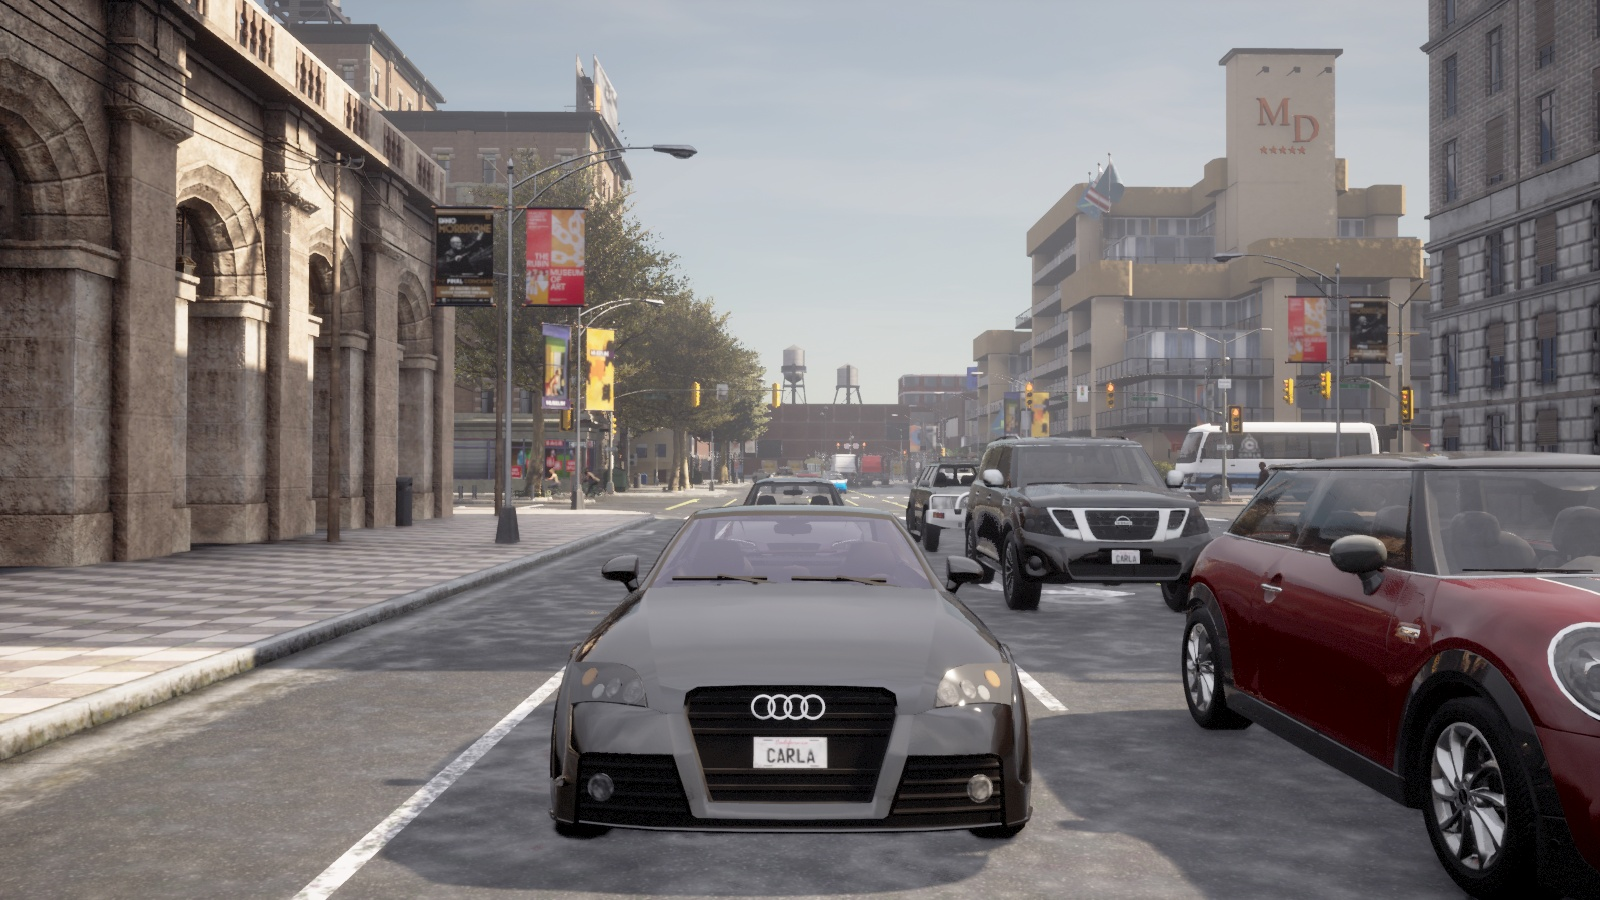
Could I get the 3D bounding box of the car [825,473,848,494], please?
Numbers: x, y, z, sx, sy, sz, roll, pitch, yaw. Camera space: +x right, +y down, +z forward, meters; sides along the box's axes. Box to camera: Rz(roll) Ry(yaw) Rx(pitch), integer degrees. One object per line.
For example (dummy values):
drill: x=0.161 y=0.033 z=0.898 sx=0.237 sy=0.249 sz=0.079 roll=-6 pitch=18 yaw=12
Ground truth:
car: x=2.497 y=2.302 z=86.116 sx=1.481 sy=1.376 sz=2.207 roll=0 pitch=-1 yaw=-1

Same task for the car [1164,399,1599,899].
car: x=3.469 y=0.760 z=5.993 sx=2.097 sy=1.767 sz=4.553 roll=0 pitch=-1 yaw=0

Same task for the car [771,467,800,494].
car: x=-1.039 y=2.117 z=88.457 sx=1.932 sy=1.855 sz=4.605 roll=0 pitch=-1 yaw=-1

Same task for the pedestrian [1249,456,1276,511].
pedestrian: x=15.454 y=1.123 z=41.966 sx=0.703 sy=1.840 sz=0.431 roll=0 pitch=-1 yaw=1

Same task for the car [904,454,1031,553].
car: x=3.360 y=1.055 z=26.086 sx=1.932 sy=1.855 sz=4.605 roll=0 pitch=-1 yaw=-1

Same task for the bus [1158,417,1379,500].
bus: x=24.795 y=0.460 z=66.964 sx=10.273 sy=4.253 sz=3.944 roll=0 pitch=-1 yaw=-1

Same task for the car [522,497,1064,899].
car: x=-0.032 y=0.991 z=6.719 sx=1.994 sy=1.385 sz=4.181 roll=0 pitch=-1 yaw=0

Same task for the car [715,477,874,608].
car: x=-0.072 y=1.105 z=16.502 sx=1.816 sy=1.474 sz=4.193 roll=0 pitch=-1 yaw=0

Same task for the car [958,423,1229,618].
car: x=3.434 y=0.788 z=15.993 sx=2.150 sy=2.045 sz=5.566 roll=0 pitch=-1 yaw=0
